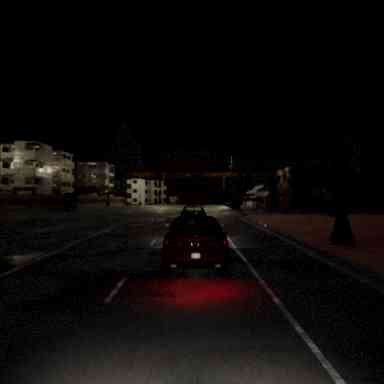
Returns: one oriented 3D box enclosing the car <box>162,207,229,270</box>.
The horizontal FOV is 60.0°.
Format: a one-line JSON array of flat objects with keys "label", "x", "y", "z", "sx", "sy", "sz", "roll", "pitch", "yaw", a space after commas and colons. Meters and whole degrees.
[{"label": "car", "x": 0.101, "y": 1.491, "z": 11.058, "sx": 1.882, "sy": 1.535, "sz": 5.008, "roll": 0, "pitch": 0, "yaw": 0}]
